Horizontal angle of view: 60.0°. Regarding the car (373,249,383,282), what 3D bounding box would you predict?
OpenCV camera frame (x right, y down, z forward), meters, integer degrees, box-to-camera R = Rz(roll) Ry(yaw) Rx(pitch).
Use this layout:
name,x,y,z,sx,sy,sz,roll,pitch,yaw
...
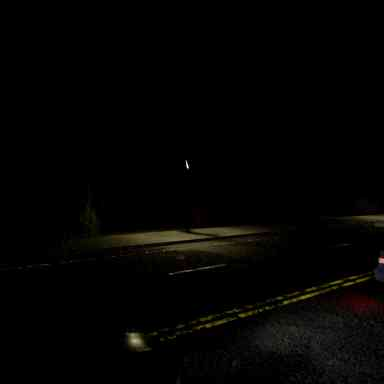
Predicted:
name,x,y,z,sx,sy,sz,roll,pitch,yaw
car,6.574,1.550,8.179,5.357,1.411,2.033,0,0,-35

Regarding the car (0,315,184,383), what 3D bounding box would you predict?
name,x,y,z,sx,sy,sz,roll,pitch,yaw
car,-2.259,1.492,1.827,4.902,1.511,2.128,0,0,-36
